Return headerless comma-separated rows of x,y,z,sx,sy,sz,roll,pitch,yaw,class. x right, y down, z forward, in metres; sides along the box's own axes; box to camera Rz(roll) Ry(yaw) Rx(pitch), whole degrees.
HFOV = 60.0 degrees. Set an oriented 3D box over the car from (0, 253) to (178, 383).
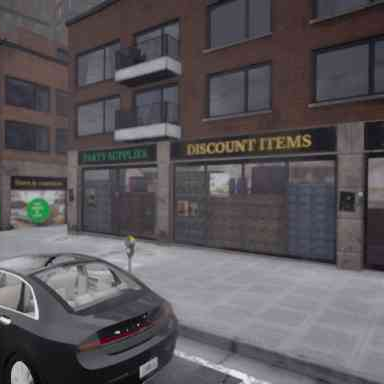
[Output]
-2.215,1.548,4.664,4.403,1.369,2.008,0,1,36,car
